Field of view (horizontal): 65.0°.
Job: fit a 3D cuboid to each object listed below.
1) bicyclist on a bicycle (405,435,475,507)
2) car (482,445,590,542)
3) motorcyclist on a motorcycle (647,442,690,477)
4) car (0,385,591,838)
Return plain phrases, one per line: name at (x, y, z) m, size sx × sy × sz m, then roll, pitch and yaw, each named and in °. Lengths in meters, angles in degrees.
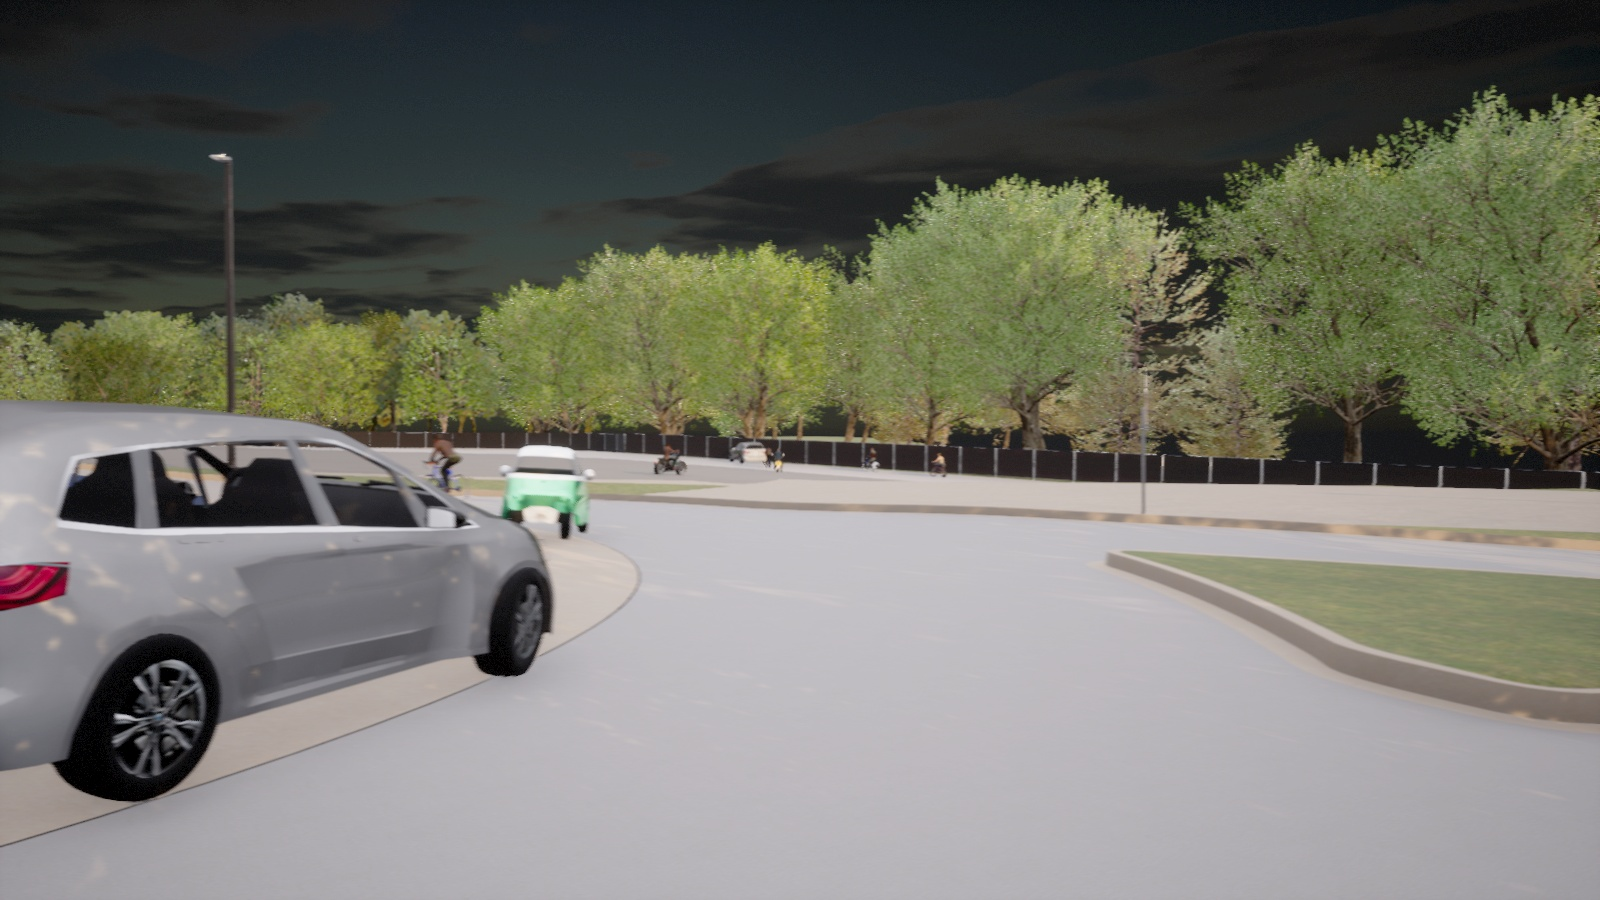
bicyclist on a bicycle at (-8.361, 0.485, 29.151) m, size 1.656 × 1.620 × 0.582 m, roll -1°, pitch 1°, yaw 32°
car at (-4.055, 0.638, 19.533) m, size 1.481 × 1.376 × 2.207 m, roll 3°, pitch 0°, yaw -9°
motorcyclist on a motorcycle at (-6.454, 0.490, 61.730) m, size 0.766 × 1.649 × 2.350 m, roll 1°, pitch -1°, yaw 34°
car at (-3.334, 0.539, 7.076) m, size 2.242 × 1.667 × 4.611 m, roll 4°, pitch 2°, yaw 19°
